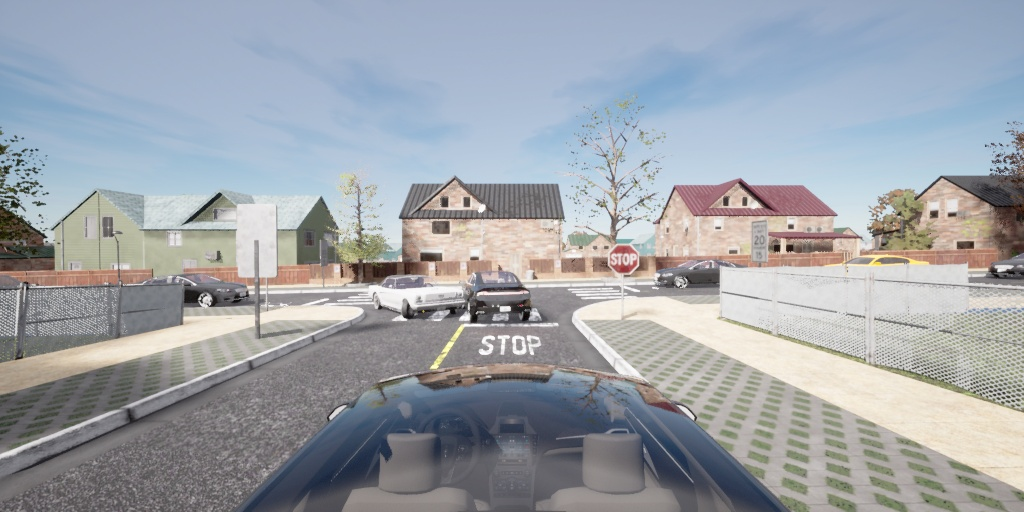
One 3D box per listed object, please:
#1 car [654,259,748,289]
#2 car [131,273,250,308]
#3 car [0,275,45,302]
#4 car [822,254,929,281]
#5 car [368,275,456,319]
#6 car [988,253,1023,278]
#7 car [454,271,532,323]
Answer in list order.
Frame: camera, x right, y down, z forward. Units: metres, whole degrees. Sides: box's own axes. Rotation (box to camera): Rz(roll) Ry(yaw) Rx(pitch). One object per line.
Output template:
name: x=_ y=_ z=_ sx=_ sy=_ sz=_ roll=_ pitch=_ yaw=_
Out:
car: x=10.325 y=0.926 z=19.630 sx=4.902 sy=1.511 sz=2.128 roll=-1 pitch=1 yaw=0
car: x=-14.907 y=1.567 z=16.571 sx=4.902 sy=1.511 sz=2.128 roll=-1 pitch=1 yaw=0
car: x=-24.244 y=1.648 z=16.528 sx=4.553 sy=1.767 sz=2.097 roll=-1 pitch=1 yaw=0
car: x=19.756 y=0.691 z=19.669 sx=5.008 sy=1.535 sz=1.882 roll=-1 pitch=1 yaw=-1
car: x=-3.605 y=1.368 z=13.078 sx=1.895 sy=1.301 sz=4.718 roll=0 pitch=0 yaw=-38
car: x=29.380 y=0.478 z=19.707 sx=4.902 sy=1.511 sz=2.128 roll=-1 pitch=1 yaw=0
car: x=-0.690 y=1.243 z=12.219 sx=2.128 sy=1.511 sz=4.902 roll=0 pitch=0 yaw=-12
